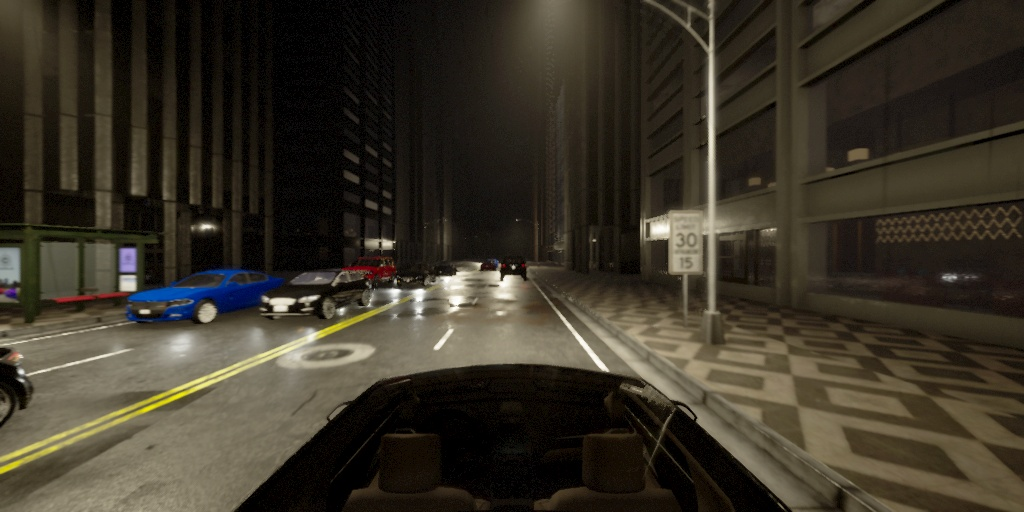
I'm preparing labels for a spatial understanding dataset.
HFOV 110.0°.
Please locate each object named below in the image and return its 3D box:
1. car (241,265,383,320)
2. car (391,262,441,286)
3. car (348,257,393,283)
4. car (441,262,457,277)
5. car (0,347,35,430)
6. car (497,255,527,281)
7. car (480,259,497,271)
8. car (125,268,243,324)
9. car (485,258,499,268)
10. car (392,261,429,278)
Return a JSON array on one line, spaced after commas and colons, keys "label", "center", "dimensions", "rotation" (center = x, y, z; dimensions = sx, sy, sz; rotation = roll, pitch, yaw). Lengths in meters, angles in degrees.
[{"label": "car", "center": [-6.599, 1.233, 12.664], "dimensions": [2.128, 1.511, 4.902], "rotation": [0, 0, 0]}, {"label": "car", "center": [-6.503, 1.296, 24.816], "dimensions": [1.837, 1.490, 4.892], "rotation": [0, 0, 0]}, {"label": "car", "center": [-9.753, 1.059, 24.786], "dimensions": [2.150, 2.045, 5.566], "rotation": [0, 0, 0]}, {"label": "car", "center": [-6.521, 1.290, 34.731], "dimensions": [1.994, 1.385, 4.181], "rotation": [0, 0, 1]}, {"label": "car", "center": [-6.595, 1.314, 2.387], "dimensions": [1.994, 1.385, 4.181], "rotation": [0, 0, 0]}, {"label": "car", "center": [0.104, 0.951, 30.081], "dimensions": [2.150, 2.045, 5.566], "rotation": [0, 0, 0]}, {"label": "car", "center": [-3.186, 1.287, 47.870], "dimensions": [1.994, 1.385, 4.181], "rotation": [0, 0, 0]}, {"label": "car", "center": [-9.847, 1.219, 12.117], "dimensions": [1.882, 1.535, 5.008], "rotation": [0, 0, 0]}, {"label": "car", "center": [-3.257, 1.197, 59.148], "dimensions": [1.882, 1.535, 5.008], "rotation": [0, 0, 0]}, {"label": "car", "center": [-9.773, 1.274, 34.953], "dimensions": [2.033, 1.411, 5.357], "rotation": [0, 0, 0]}]
